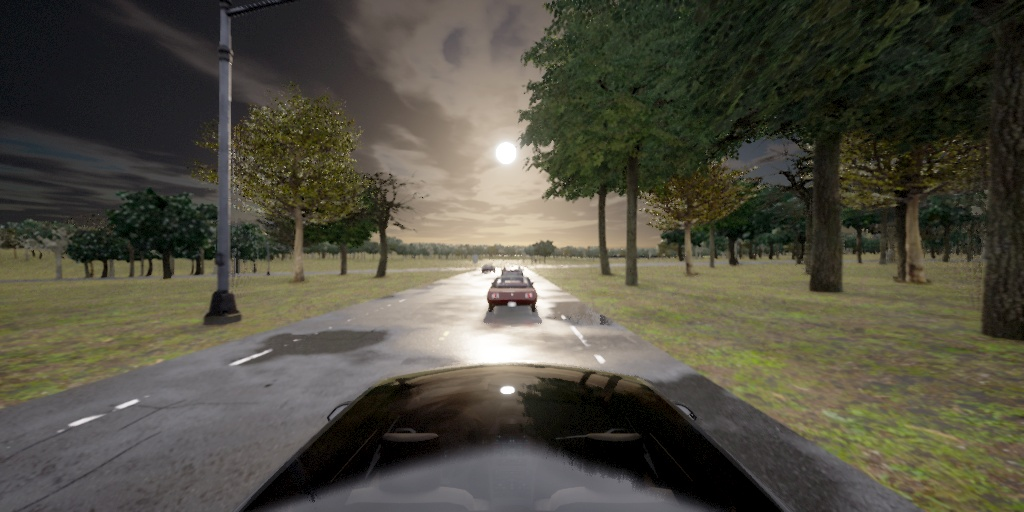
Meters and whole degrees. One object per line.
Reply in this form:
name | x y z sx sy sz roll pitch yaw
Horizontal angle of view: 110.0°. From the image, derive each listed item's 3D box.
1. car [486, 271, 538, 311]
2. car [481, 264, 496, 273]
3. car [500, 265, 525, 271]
car | 0.022 1.470 15.093 1.895 1.301 4.718 0 0 0
car | -3.539 1.860 54.298 1.994 1.385 4.181 0 -1 0
car | 0.029 1.509 30.383 2.128 1.511 4.902 0 0 0
